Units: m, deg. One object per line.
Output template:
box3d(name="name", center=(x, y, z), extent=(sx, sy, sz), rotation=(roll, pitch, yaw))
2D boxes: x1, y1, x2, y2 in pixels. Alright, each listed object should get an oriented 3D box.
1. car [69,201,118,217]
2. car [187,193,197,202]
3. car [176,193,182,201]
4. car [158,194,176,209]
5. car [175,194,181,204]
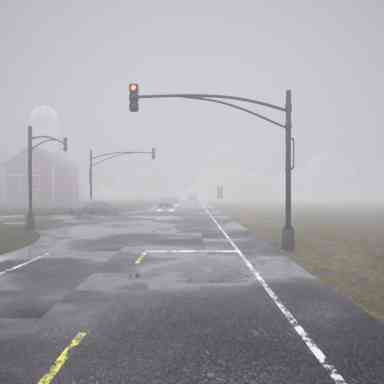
box3d(name="car", center=(-8.768, 1.473, 29.882), extent=(4.181, 1.385, 1.994), rotation=(1, 0, -37))
box3d(name="car", center=(0.066, 1.134, 74.756), extent=(2.150, 2.045, 5.566), rotation=(0, 0, 0))
box3d(name="car", center=(-3.431, 1.130, 77.707), extent=(2.097, 1.767, 4.553), rotation=(0, 0, 0))
box3d(name="car", center=(-3.560, 1.443, 45.227), extent=(1.882, 1.535, 5.008), rotation=(0, 1, 0))
box3d(name="car", center=(-3.510, 1.505, 61.716), extent=(1.994, 1.385, 4.181), rotation=(0, 0, 0))
